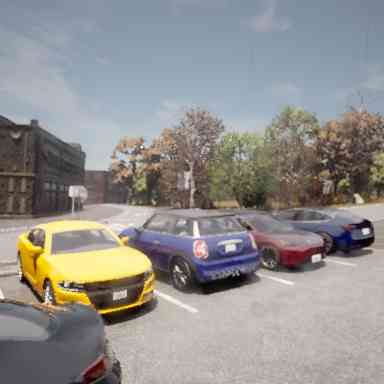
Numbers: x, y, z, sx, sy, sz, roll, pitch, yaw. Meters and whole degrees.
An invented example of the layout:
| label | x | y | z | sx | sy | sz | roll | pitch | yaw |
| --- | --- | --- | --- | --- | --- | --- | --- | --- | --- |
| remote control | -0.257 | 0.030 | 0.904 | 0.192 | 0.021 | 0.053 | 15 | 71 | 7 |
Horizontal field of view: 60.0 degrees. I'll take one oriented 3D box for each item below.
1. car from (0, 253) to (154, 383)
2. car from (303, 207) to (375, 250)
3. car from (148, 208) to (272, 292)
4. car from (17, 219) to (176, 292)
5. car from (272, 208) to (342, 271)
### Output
| label | x | y | z | sx | sy | sz | roll | pitch | yaw |
| --- | --- | --- | --- | --- | --- | --- | --- | --- | --- |
| car | -2.752 | 1.544 | 2.022 | 4.674 | 1.442 | 1.812 | -1 | 1 | -35 |
| car | 4.141 | 1.288 | 12.407 | 2.163 | 1.488 | 4.792 | -2 | 1 | -35 |
| car | -0.367 | 1.260 | 9.133 | 2.185 | 1.767 | 4.553 | -1 | 1 | -35 |
| car | -2.652 | 1.442 | 7.555 | 2.097 | 1.535 | 5.008 | -1 | 1 | -35 |
| car | 1.906 | 1.352 | 10.749 | 2.163 | 1.488 | 4.792 | -2 | 1 | -35 |
